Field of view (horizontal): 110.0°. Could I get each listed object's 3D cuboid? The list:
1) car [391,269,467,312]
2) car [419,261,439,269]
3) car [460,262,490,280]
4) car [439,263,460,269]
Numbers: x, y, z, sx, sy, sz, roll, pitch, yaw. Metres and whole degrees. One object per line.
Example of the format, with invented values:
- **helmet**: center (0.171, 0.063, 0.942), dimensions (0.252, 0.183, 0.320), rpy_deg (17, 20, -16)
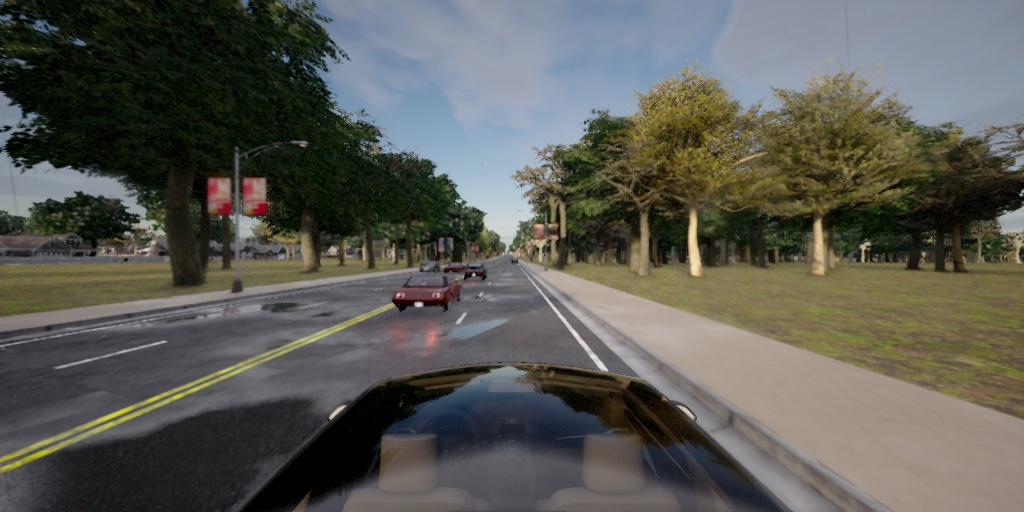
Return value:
- **car**: center (-3.152, 1.366, 14.367), dimensions (1.895, 1.301, 4.718), rpy_deg (0, 0, 0)
- **car**: center (-9.836, 1.316, 43.417), dimensions (2.128, 1.511, 4.902), rpy_deg (0, 0, 0)
- **car**: center (-3.154, 1.302, 32.082), dimensions (1.837, 1.490, 4.892), rpy_deg (0, 0, 0)
- **car**: center (-6.597, 1.418, 40.782), dimensions (1.895, 1.301, 4.718), rpy_deg (0, 0, 0)
